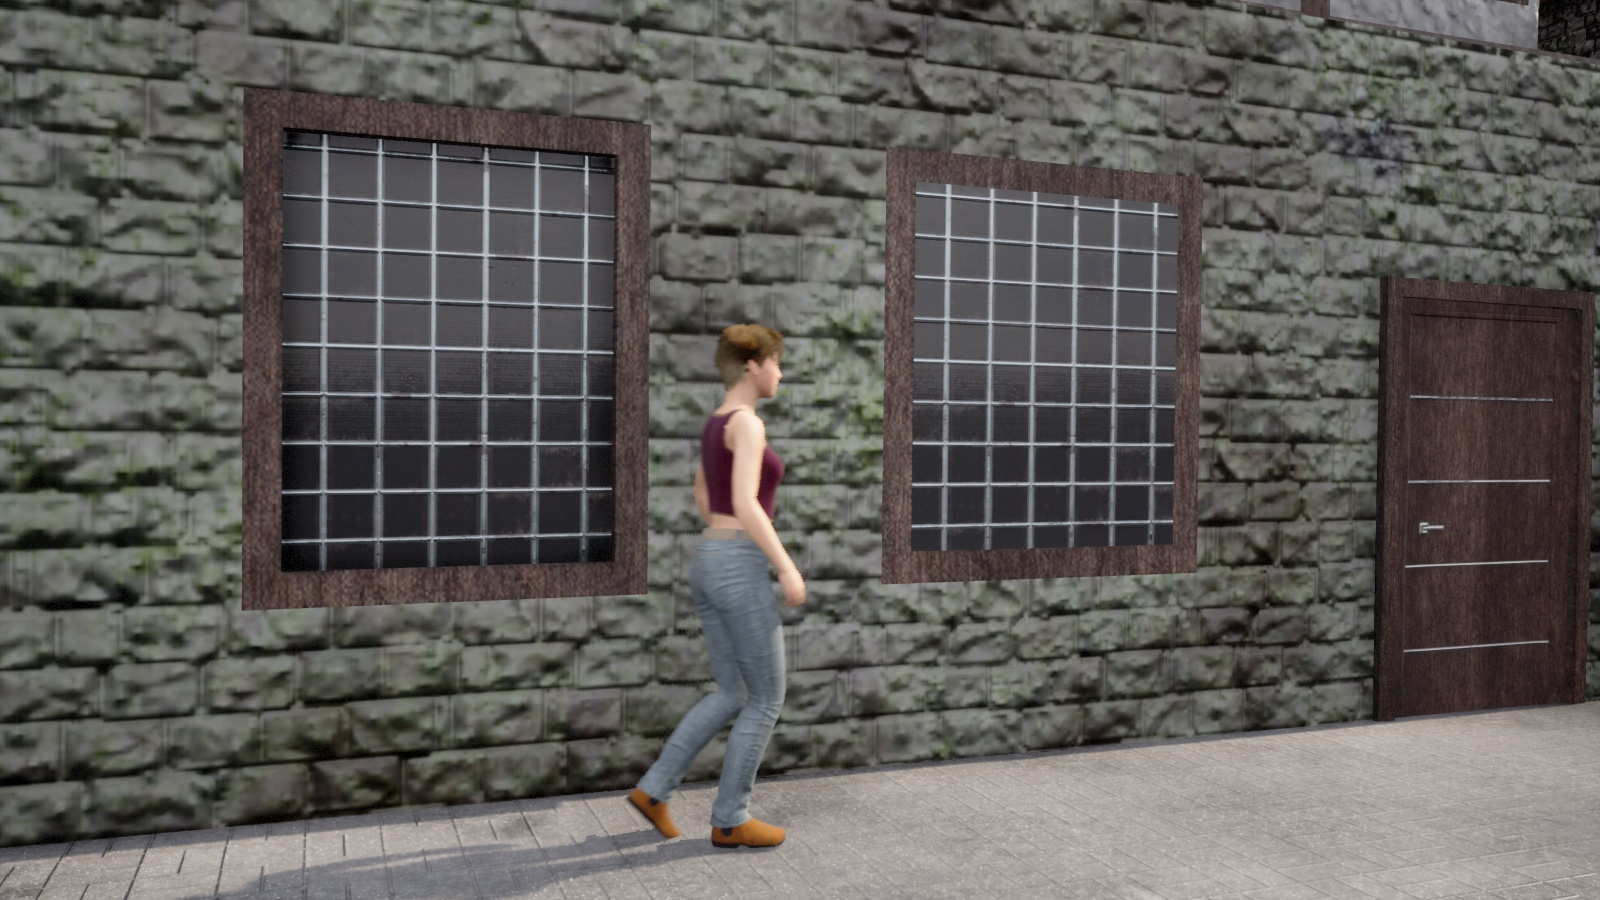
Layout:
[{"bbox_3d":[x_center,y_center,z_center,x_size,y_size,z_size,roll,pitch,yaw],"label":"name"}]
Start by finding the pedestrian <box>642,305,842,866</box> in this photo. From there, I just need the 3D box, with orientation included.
[{"bbox_3d":[-0.205,0.439,4.364,0.594,1.836,0.345,-1,1,-21],"label":"pedestrian"}]
